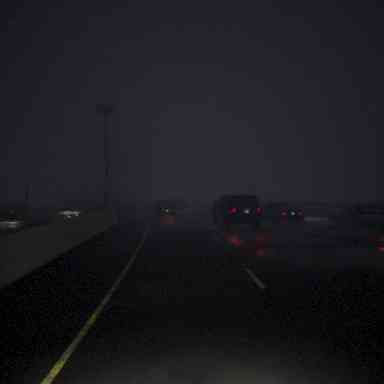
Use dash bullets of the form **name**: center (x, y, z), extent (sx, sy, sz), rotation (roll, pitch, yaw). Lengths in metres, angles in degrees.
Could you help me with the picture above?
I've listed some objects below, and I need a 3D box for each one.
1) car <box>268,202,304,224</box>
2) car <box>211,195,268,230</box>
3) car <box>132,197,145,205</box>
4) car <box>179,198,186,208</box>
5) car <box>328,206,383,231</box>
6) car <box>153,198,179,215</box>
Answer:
- **car**: center (6.188, 1.469, 24.287), extent (2.033, 1.411, 5.357), rotation (-1, 0, -9)
- **car**: center (2.735, 1.190, 21.381), extent (2.150, 2.045, 5.566), rotation (0, 0, -7)
- **car**: center (-9.817, 1.681, 61.014), extent (1.812, 1.442, 4.674), rotation (0, 0, -20)
- **car**: center (-2.183, 1.571, 47.667), extent (1.812, 1.442, 4.674), rotation (0, 0, -15)
- **car**: center (10.048, 1.467, 19.719), extent (1.895, 1.301, 4.718), rotation (-1, 0, -6)
- **car**: center (-2.893, 1.556, 34.638), extent (1.837, 1.490, 4.892), rotation (0, 0, -11)
